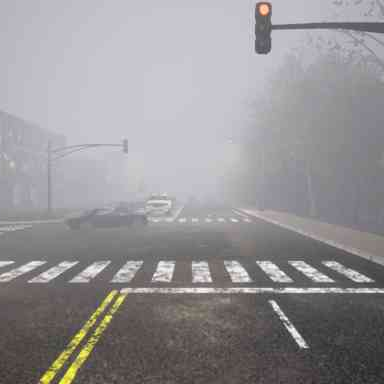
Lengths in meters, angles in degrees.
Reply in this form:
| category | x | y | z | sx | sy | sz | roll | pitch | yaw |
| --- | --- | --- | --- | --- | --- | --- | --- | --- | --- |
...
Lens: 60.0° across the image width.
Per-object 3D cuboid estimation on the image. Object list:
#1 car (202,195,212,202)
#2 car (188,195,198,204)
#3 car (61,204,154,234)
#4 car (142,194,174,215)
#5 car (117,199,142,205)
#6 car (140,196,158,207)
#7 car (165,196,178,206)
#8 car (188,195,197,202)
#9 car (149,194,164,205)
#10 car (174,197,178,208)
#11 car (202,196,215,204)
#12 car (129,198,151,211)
| category | x | y | z | sx | sy | sz | roll | pitch | yaw |
| --- | --- | --- | --- | --- | --- | --- | --- | --- | --- |
| car | 3.335 | 1.510 | 74.740 | 2.033 | 1.411 | 5.357 | 0 | 0 | 0 |
| car | 0.172 | 1.467 | 64.707 | 2.128 | 1.511 | 4.902 | 0 | 0 | 0 |
| car | -4.930 | 1.596 | 19.256 | 4.718 | 1.301 | 1.895 | 0 | 0 | -31 |
| car | -3.304 | 1.211 | 33.735 | 2.150 | 2.045 | 5.566 | 0 | 0 | 0 |
| car | -6.557 | 1.591 | 33.142 | 1.895 | 1.301 | 4.718 | 0 | 0 | 0 |
| car | -6.530 | 1.473 | 51.124 | 2.128 | 1.511 | 4.902 | 0 | 0 | 0 |
| car | -3.277 | 1.485 | 53.940 | 1.837 | 1.490 | 4.892 | 0 | 0 | 0 |
| car | 0.087 | 1.447 | 75.017 | 1.882 | 1.535 | 5.008 | 0 | 0 | 0 |
| car | -6.493 | 1.329 | 61.178 | 2.097 | 1.767 | 4.553 | 0 | 0 | 0 |
| car | -3.291 | 1.586 | 43.791 | 1.895 | 1.301 | 4.718 | 0 | 0 | 1 |
| car | 3.423 | 1.576 | 64.722 | 1.895 | 1.301 | 4.718 | 0 | 0 | 0 |
| car | -6.537 | 1.550 | 42.070 | 1.994 | 1.385 | 4.181 | 0 | 0 | 1 |
